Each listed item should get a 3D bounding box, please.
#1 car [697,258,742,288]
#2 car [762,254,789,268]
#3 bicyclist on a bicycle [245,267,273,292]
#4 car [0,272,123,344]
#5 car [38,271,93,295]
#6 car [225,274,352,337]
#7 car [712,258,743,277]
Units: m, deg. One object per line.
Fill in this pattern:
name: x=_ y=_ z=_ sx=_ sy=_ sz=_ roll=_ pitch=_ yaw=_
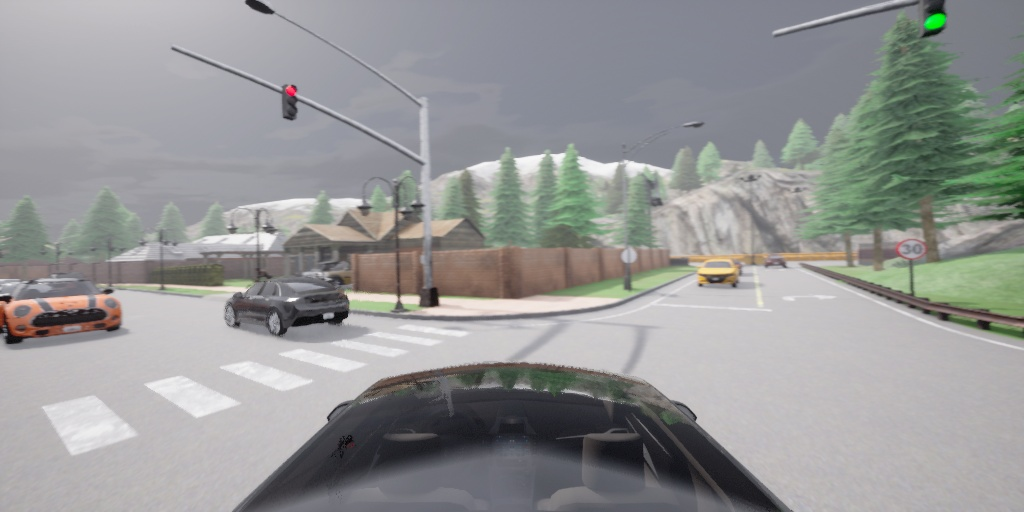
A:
car: x=12.126 y=0.921 z=21.018 sx=1.882 sy=1.535 sz=5.008 roll=-2 pitch=0 yaw=34
car: x=28.246 y=0.545 z=38.543 sx=1.812 sy=1.442 sz=4.674 roll=-2 pitch=0 yaw=34
bicyclist on a bicycle: x=-13.853 y=1.427 z=19.888 sx=0.582 sy=1.620 sz=1.656 roll=-1 pitch=0 yaw=33
car: x=-14.123 y=1.495 z=11.179 sx=4.553 sy=1.767 sz=2.097 roll=-2 pitch=0 yaw=33
car: x=-37.089 y=2.154 z=29.764 sx=4.553 sy=1.767 sz=2.097 roll=-2 pitch=0 yaw=29
car: x=-7.052 y=1.452 z=11.126 sx=4.892 sy=1.490 sz=1.837 roll=-2 pitch=-1 yaw=33
car: x=17.770 y=0.898 z=29.448 sx=1.895 sy=1.301 sz=4.718 roll=-2 pitch=0 yaw=34
